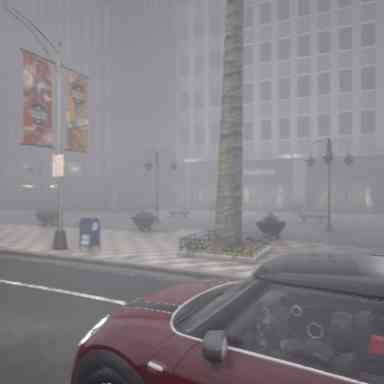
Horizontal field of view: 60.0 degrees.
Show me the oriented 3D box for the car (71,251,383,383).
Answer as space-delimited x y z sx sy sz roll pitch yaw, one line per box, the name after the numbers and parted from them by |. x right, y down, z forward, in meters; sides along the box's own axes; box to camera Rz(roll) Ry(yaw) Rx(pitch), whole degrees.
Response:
1.061 1.330 2.815 4.553 1.767 2.097 0 1 34 | car
